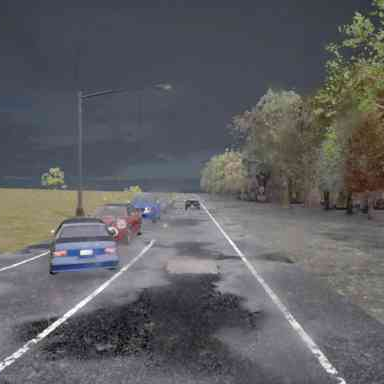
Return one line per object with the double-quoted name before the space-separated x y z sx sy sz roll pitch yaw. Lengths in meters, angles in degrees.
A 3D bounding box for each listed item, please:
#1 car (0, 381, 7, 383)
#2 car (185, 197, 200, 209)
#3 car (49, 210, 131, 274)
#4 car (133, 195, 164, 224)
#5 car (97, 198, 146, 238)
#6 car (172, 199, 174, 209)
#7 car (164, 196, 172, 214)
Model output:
"car" -2.082 1.525 0.393 1.812 1.442 4.674 0 0 6
"car" 0.053 1.501 44.276 1.837 1.490 4.892 0 0 0
"car" -3.489 1.549 10.646 2.033 1.411 5.357 0 0 -20
"car" -3.607 1.223 25.281 2.150 2.045 5.566 0 0 -1
"car" -3.674 1.353 15.619 2.097 1.767 4.553 0 0 1
"car" -3.599 1.347 45.292 2.097 1.767 4.553 0 0 0
"car" -3.598 1.351 35.285 2.097 1.767 4.553 0 0 0
